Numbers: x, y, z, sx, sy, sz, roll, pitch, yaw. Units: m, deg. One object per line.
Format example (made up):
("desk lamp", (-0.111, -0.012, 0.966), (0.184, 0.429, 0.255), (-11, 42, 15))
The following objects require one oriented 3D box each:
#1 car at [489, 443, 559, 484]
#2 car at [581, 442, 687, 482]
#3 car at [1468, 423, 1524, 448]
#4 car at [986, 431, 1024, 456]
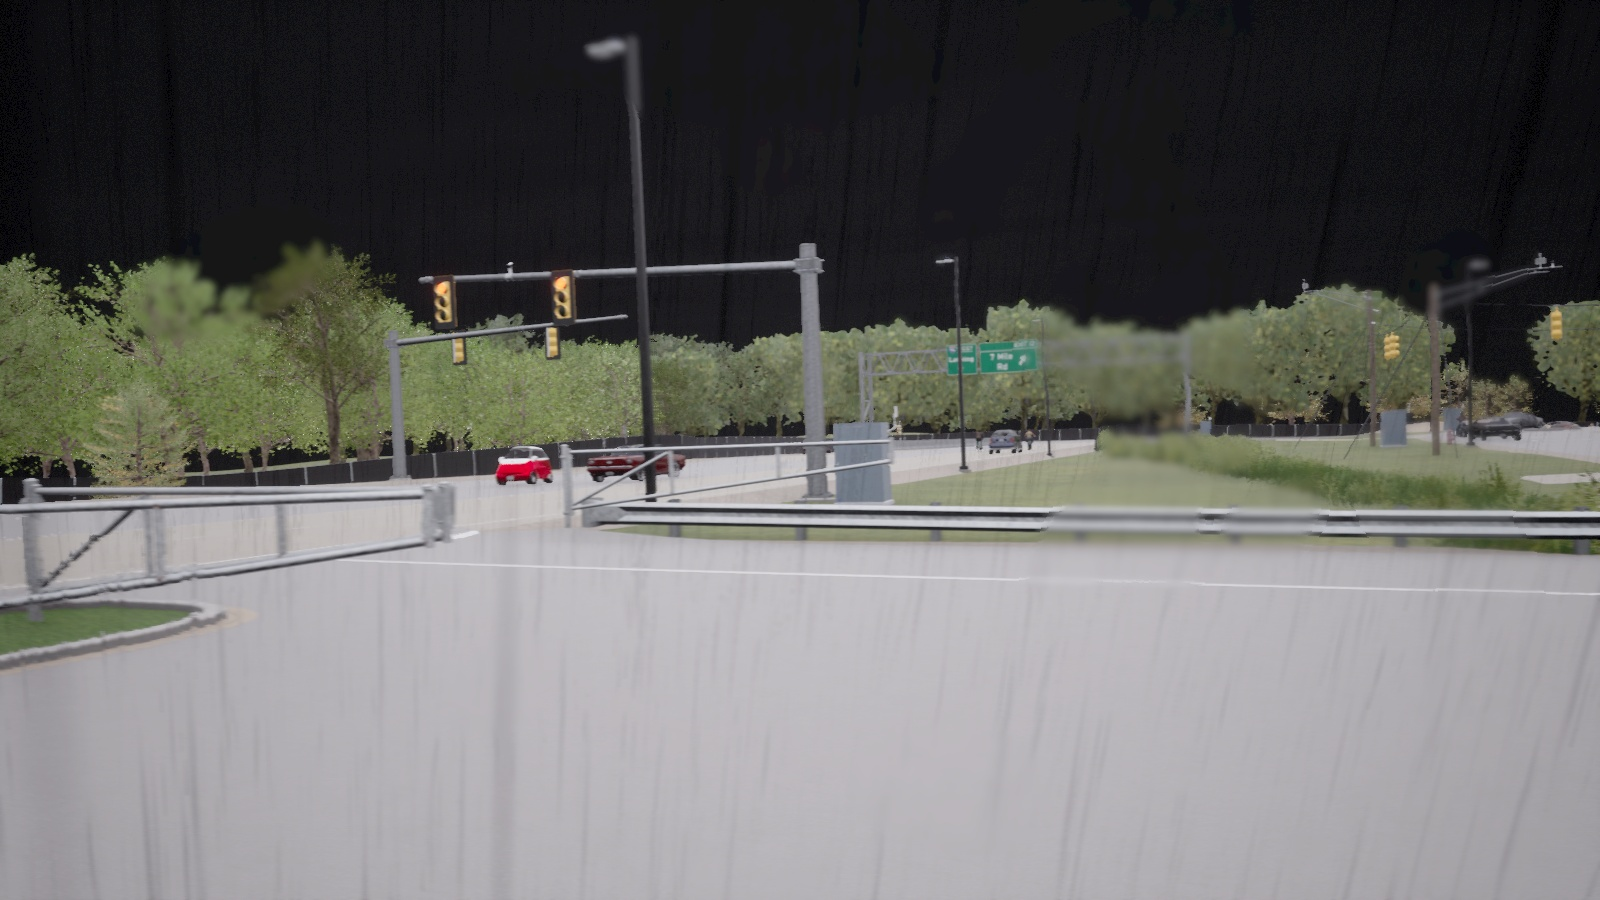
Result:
("car", (-9.827, 0.476, 44.767), (1.481, 1.376, 2.207), (-1, 0, 18))
("car", (-5.928, 0.414, 45.394), (1.895, 1.301, 4.718), (-1, 0, 18))
("car", (39.382, -0.858, 71.160), (1.895, 1.301, 4.718), (-1, 1, 18))
("car", (13.150, -0.435, 80.406), (1.789, 1.549, 3.705), (-1, 0, 18))
